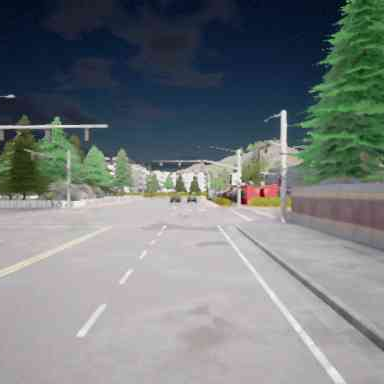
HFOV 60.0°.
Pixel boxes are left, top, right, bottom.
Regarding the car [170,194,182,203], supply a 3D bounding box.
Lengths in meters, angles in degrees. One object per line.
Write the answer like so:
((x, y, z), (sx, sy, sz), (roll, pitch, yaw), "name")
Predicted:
((-3.500, 1.492, 67.622), (1.837, 1.490, 4.892), (0, 0, 0), "car")

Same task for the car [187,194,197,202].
((0.000, 1.337, 78.023), (2.097, 1.767, 4.553), (0, 0, 0), "car")

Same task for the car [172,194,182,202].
((-3.500, 1.337, 78.024), (2.097, 1.767, 4.553), (0, 0, 0), "car")

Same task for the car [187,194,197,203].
((0.000, 1.345, 68.008), (2.097, 1.767, 4.553), (0, 0, 0), "car")
